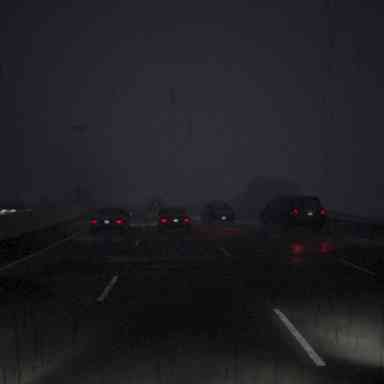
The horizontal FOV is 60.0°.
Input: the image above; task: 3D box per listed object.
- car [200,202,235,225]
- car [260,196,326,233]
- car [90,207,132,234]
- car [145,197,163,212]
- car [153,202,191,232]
[{"bbox_3d":[1.782,1.505,24.455,2.128,1.511,4.902,0,0,-7],"label":"car"},{"bbox_3d":[5.875,1.226,20.000,2.150,2.045,5.566,0,0,-6],"label":"car"},{"bbox_3d":[-4.605,1.567,19.364,2.033,1.411,5.357,0,0,-6],"label":"car"},{"bbox_3d":[-4.412,1.385,39.313,2.097,1.767,4.553,0,0,-12],"label":"car"},{"bbox_3d":[-1.166,1.563,20.082,2.033,1.411,5.357,0,0,-7],"label":"car"}]
